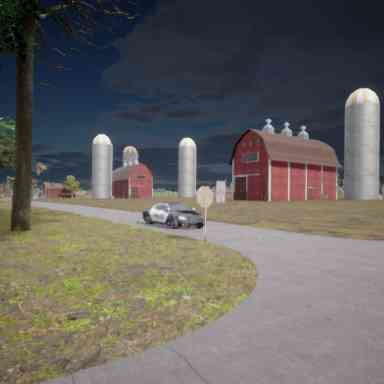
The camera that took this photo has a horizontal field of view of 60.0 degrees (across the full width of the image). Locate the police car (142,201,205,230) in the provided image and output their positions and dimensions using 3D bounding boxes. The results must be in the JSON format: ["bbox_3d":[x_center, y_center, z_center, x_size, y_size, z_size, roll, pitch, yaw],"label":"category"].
[{"bbox_3d":[-1.127,1.372,20.114,2.038,1.542,4.974,1,0,-34],"label":"police car"}]
